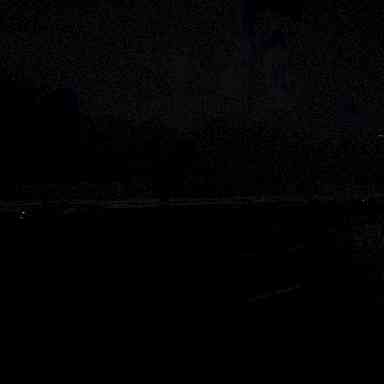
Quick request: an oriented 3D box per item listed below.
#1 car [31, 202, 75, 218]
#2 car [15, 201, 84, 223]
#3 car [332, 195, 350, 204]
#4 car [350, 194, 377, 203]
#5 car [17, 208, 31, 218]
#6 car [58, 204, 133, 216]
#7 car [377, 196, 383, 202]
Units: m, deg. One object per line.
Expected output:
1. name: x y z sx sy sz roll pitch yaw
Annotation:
1. car: -7.017 1.507 20.480 4.674 1.442 1.812 0 0 -35
2. car: -11.136 1.507 26.132 4.674 1.442 1.812 0 0 -35
3. car: 23.411 1.137 50.227 5.357 1.411 2.033 -1 1 -33
4. car: 25.234 1.096 47.671 4.892 1.490 1.837 -1 1 -36
5. car: -9.203 1.529 23.219 5.357 1.411 2.033 0 0 -35
6. car: -4.632 1.544 17.877 4.181 1.385 1.994 0 0 -35
7. car: 27.268 1.149 44.822 4.181 1.385 1.994 -1 1 -36
